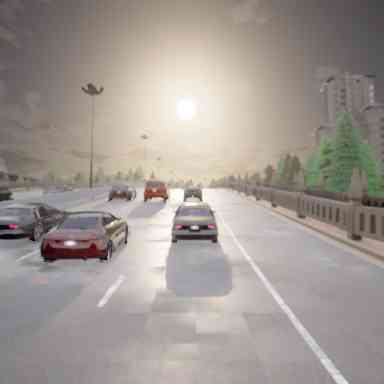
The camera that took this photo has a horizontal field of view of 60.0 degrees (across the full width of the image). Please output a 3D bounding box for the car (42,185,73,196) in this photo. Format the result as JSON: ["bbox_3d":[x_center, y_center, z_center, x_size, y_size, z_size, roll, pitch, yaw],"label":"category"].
[{"bbox_3d":[-14.099,-0.010,35.131,2.128,1.511,4.902,0,3,0],"label":"car"}]

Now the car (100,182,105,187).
[{"bbox_3d":[-17.512,-1.315,71.067,1.895,1.301,4.718,0,0,0],"label":"car"}]

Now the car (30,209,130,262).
[{"bbox_3d":[-3.403,1.323,11.298,1.994,1.385,4.181,0,2,0],"label":"car"}]

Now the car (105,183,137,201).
[{"bbox_3d":[-6.906,-0.070,33.631,2.097,1.767,4.553,0,3,0],"label":"car"}]

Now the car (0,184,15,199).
[{"bbox_3d":[-21.097,-0.011,35.136,2.128,1.511,4.902,0,3,0],"label":"car"}]

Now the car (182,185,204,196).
[{"bbox_3d":[0.094,0.070,33.886,1.837,1.490,4.892,0,3,0],"label":"car"}]

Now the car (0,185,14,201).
[{"bbox_3d":[-17.602,0.184,28.907,2.097,1.767,4.553,0,3,0],"label":"car"}]

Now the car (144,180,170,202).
[{"bbox_3d":[-3.406,-0.159,32.867,2.150,2.045,5.566,0,3,0],"label":"car"}]

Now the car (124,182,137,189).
[{"bbox_3d":[-14.013,-1.437,76.391,2.128,1.511,4.902,0,-1,0],"label":"car"}]

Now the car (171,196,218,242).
[{"bbox_3d":[0.097,1.165,14.232,2.033,1.411,5.357,0,3,0],"label":"car"}]

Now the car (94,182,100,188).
[{"bbox_3d":[-21.013,-1.462,76.390,1.837,1.490,4.892,0,-1,0],"label":"car"}]

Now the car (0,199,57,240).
[{"bbox_3d":[-6.903,1.163,14.276,2.033,1.411,5.357,0,3,0],"label":"car"}]
